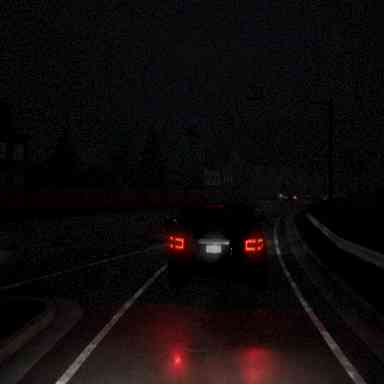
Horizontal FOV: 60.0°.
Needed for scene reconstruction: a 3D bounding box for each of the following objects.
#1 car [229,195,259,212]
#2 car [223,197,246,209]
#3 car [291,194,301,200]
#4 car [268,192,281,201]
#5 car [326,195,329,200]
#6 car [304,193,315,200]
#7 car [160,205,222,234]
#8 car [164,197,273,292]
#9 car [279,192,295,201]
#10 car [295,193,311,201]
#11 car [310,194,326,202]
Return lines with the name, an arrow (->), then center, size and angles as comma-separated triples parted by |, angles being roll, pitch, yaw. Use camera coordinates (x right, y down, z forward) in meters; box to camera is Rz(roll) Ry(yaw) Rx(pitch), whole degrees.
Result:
car -> 6.253, 1.321, 39.458 | 2.097, 1.767, 4.553 | 0, 0, 27
car -> 6.016, 1.489, 46.607 | 1.812, 1.442, 4.674 | 0, 0, 27
car -> 27.897, 1.301, 88.992 | 1.837, 1.490, 4.892 | 0, 0, 27
car -> 19.991, 1.460, 81.356 | 2.128, 1.511, 4.902 | 0, 0, 27
car -> 34.698, 1.527, 86.902 | 1.895, 1.301, 4.718 | 0, 0, 27
car -> 30.989, 1.157, 87.354 | 2.097, 1.767, 4.553 | 0, 0, 27
car -> 0.084, 1.549, 19.969 | 1.994, 1.385, 4.181 | 0, 0, 27
car -> 0.865, 1.214, 9.175 | 2.150, 2.045, 5.566 | 0, 0, 9
car -> 23.098, 1.461, 79.744 | 2.128, 1.511, 4.902 | 0, 0, 27
car -> 26.383, 1.292, 78.475 | 2.097, 1.767, 4.553 | 0, 0, 27
car -> 28.245, 1.494, 74.465 | 1.994, 1.385, 4.181 | 0, 0, 27
